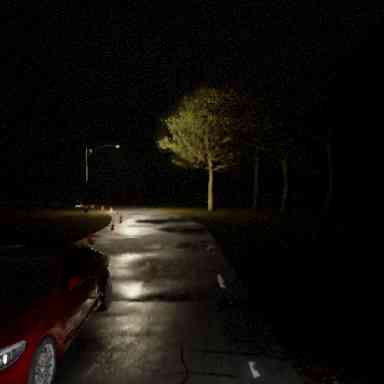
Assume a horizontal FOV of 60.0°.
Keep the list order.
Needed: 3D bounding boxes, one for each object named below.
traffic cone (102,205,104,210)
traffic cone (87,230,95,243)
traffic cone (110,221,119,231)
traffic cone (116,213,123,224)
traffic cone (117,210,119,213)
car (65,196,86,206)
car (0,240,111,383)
[{"bbox_3d":[-11.476,2.006,42.707,0.340,0.580,0.340,-1,0,-29],"label":"traffic cone"},{"bbox_3d":[-4.613,2.019,15.089,0.340,0.580,0.340,0,0,-1],"label":"traffic cone"},{"bbox_3d":[-4.763,2.035,19.967,0.340,0.580,0.340,0,0,-4],"label":"traffic cone"},{"bbox_3d":[-5.289,2.044,24.717,0.340,0.580,0.340,0,0,-9],"label":"traffic cone"},{"bbox_3d":[-6.233,2.045,29.402,0.340,0.580,0.340,0,0,-14],"label":"traffic cone"},{"bbox_3d":[-19.725,1.506,56.261,4.892,1.490,1.837,-1,0,42],"label":"car"},{"bbox_3d":[-2.516,1.551,5.125,1.812,1.442,4.674,0,0,-1],"label":"car"}]
